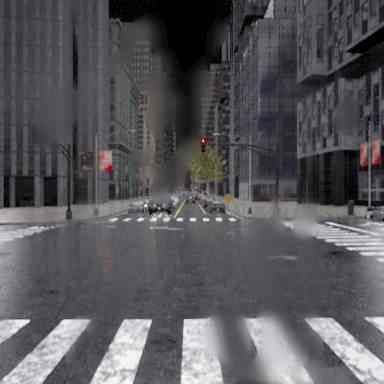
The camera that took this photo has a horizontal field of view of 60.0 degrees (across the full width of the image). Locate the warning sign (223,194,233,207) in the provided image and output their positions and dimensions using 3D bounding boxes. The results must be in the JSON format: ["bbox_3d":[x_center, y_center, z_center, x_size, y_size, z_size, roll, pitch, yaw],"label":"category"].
[{"bbox_3d":[4.921,1.148,45.537,1.300,1.860,1.060,0,0,0],"label":"warning sign"}]

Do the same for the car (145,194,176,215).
[{"bbox_3d":[-3.176,1.245,34.709,2.150,2.045,5.566,0,0,0],"label":"car"}]

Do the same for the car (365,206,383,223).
[{"bbox_3d":[13.592,1.227,21.008,4.902,1.511,2.128,-1,0,0],"label":"car"}]

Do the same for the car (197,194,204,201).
[{"bbox_3d":[2.506,1.601,62.652,2.008,1.369,4.403,0,0,0],"label":"car"}]

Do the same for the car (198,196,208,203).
[{"bbox_3d":[2.440,1.629,73.230,1.947,1.339,4.313,0,0,0],"label":"car"}]

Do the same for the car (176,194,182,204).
[{"bbox_3d":[-3.303,1.573,60.068,1.812,1.442,4.674,0,0,0],"label":"car"}]

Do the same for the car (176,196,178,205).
[{"bbox_3d":[-3.242,1.633,45.457,1.895,1.301,4.718,0,0,0],"label":"car"}]

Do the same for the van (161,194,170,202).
[{"bbox_3d":[-6.113,1.410,77.614,1.690,1.788,3.998,0,0,0],"label":"van"}]

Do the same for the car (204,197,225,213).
[{"bbox_3d":[2.670,1.575,36.447,2.008,1.369,4.403,0,0,0],"label":"car"}]

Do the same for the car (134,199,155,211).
[{"bbox_3d":[-5.886,1.580,41.389,2.008,1.369,4.403,0,0,0],"label":"car"}]

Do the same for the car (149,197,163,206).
[{"bbox_3d":[-5.977,1.609,55.960,1.947,1.339,4.313,0,0,0],"label":"car"}]

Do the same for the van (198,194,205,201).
[{"bbox_3d":[2.373,1.418,83.808,1.690,1.788,3.998,0,0,0],"label":"van"}]

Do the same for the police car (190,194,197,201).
[{"bbox_3d":[0.471,1.512,90.622,1.930,1.638,5.238,0,0,0],"label":"police car"}]

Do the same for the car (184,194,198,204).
[{"bbox_3d":[-0.273,1.579,65.613,1.812,1.442,4.674,0,0,0],"label":"car"}]

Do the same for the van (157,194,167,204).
[{"bbox_3d":[-6.046,1.396,66.787,1.690,1.788,3.998,0,0,0],"label":"van"}]

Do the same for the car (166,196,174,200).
[{"bbox_3d":[-6.214,1.674,93.852,1.802,1.307,4.206,0,0,0],"label":"car"}]

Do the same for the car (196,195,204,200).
[{"bbox_3d":[2.308,1.644,94.385,2.008,1.369,4.403,0,0,0],"label":"car"}]

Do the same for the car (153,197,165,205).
[{"bbox_3d":[-6.010,1.574,61.204,1.752,1.417,4.829,0,0,0],"label":"car"}]

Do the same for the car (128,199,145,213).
[{"bbox_3d":[-5.855,1.575,36.397,2.008,1.369,4.403,0,0,0],"label":"car"}]

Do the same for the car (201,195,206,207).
[{"bbox_3d":[2.602,1.579,47.336,1.887,1.381,4.507,0,0,0],"label":"car"}]

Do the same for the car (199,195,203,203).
[{"bbox_3d":[2.568,1.590,52.780,2.008,1.369,4.403,0,0,0],"label":"car"}]
